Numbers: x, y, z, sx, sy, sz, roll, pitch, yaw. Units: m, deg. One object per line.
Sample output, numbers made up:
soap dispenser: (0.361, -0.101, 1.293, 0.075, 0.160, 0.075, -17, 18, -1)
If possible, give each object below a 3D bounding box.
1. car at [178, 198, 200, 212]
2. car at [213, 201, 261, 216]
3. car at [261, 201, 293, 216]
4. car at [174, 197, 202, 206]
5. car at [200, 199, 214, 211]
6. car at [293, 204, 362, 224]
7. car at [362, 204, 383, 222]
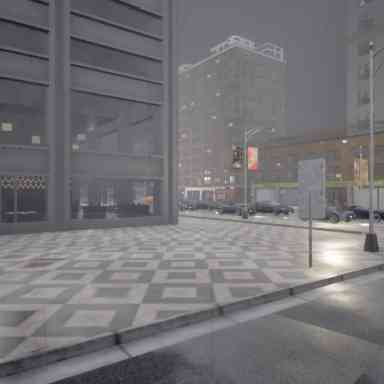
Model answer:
car: (-1.366, 1.686, 41.861, 1.994, 1.385, 4.181, 0, 0, -35)
car: (4.513, 1.654, 33.721, 1.994, 1.385, 4.181, 0, 0, -36)
car: (7.947, 1.632, 34.506, 2.033, 1.411, 5.357, 0, 0, -36)
car: (-0.787, 1.700, 58.004, 2.033, 1.411, 5.357, 0, 0, -37)
car: (1.964, 1.666, 42.786, 2.033, 1.411, 5.357, 0, 0, -36)
car: (10.333, 1.615, 25.670, 1.994, 1.385, 4.181, 0, 0, -36)
car: (13.603, 1.648, 26.692, 1.895, 1.301, 4.718, 0, 0, -36)
